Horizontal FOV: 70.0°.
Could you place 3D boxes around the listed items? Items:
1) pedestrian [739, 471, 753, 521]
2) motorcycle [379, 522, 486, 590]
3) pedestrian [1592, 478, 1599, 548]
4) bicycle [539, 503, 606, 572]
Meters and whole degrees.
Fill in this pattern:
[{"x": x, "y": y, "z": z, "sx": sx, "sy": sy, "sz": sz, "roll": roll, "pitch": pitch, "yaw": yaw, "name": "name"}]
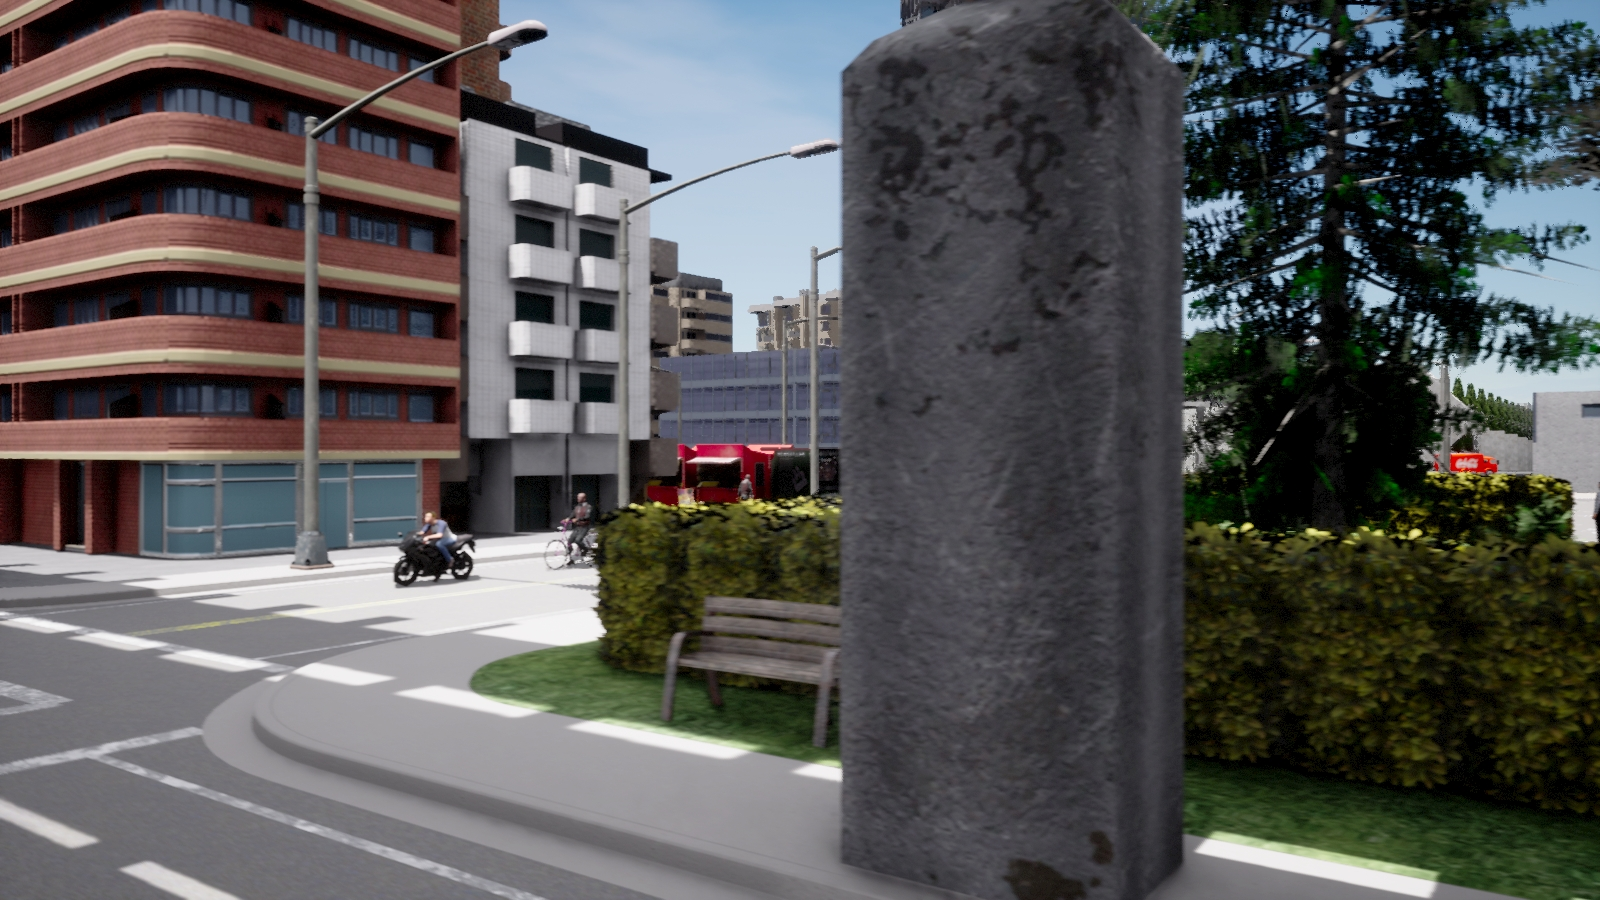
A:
[{"x": -2.037, "y": 1.734, "z": 43.204, "sx": 0.375, "sy": 1.860, "sz": 0.375, "roll": 0, "pitch": 0, "yaw": 44, "name": "pedestrian"}, {"x": -7.647, "y": 2.171, "z": 23.849, "sx": 0.803, "sy": 1.224, "sz": 2.033, "roll": 0, "pitch": 0, "yaw": 36, "name": "motorcycle"}, {"x": 21.654, "y": 1.700, "z": 30.770, "sx": 0.375, "sy": 1.860, "sz": 0.375, "roll": 0, "pitch": 0, "yaw": -3, "name": "pedestrian"}, {"x": -5.364, "y": 2.046, "z": 27.020, "sx": 0.329, "sy": 1.496, "sz": 1.835, "roll": 0, "pitch": 0, "yaw": 35, "name": "bicycle"}]
